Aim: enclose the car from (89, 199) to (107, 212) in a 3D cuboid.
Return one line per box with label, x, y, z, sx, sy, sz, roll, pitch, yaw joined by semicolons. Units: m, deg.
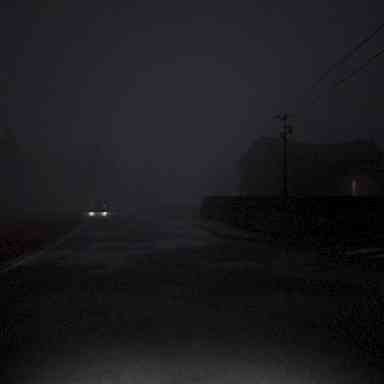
car;-12.909;1.785;45.549;2.097;1.767;4.553;0;0;-18
